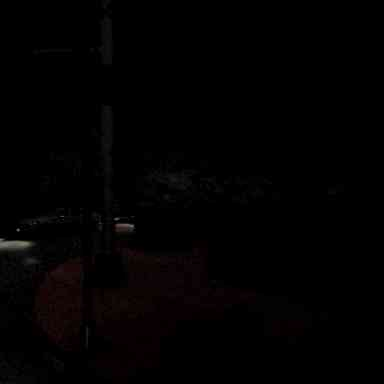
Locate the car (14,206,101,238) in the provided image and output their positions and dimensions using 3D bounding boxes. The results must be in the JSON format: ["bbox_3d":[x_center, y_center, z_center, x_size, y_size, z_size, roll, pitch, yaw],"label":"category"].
[{"bbox_3d":[-6.969,1.518,17.756,1.812,1.442,4.674,-1,0,33],"label":"car"}]

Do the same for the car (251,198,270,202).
[{"bbox_3d":[8.632,1.472,41.771,2.128,1.511,4.902,-1,0,33],"label":"car"}]

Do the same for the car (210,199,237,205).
[{"bbox_3d":[3.057,1.476,33.220,2.128,1.511,4.902,-1,0,33],"label":"car"}]

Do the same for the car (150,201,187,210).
[{"bbox_3d":[-1.946,1.493,25.519,1.837,1.490,4.892,-1,0,33],"label":"car"}]
